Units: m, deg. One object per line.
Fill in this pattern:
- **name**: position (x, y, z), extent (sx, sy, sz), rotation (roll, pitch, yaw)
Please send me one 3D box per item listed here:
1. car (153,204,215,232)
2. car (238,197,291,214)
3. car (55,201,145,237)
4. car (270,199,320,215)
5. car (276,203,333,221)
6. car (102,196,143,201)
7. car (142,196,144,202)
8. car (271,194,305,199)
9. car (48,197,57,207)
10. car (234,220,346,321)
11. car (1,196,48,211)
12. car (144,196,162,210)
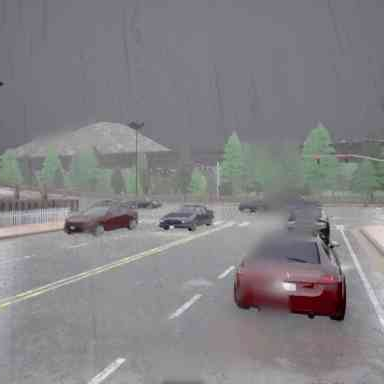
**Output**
- **car**: position (-0.139, 1.548, 20.805), extent (2.033, 1.411, 5.357), rotation (0, 0, 22)
- **car**: position (7.227, 1.505, 34.027), extent (4.892, 1.490, 1.837), rotation (0, 0, 20)
- **car**: position (-4.868, 1.477, 18.461), extent (1.882, 1.535, 5.008), rotation (0, 0, 22)
- **car**: position (9.400, 1.564, 29.528), extent (4.181, 1.385, 1.994), rotation (0, 0, 20)
- **car**: position (5.537, 1.491, 15.787), extent (2.128, 1.511, 4.902), rotation (0, 0, 22)
- **car**: position (-8.175, 1.491, 35.548), extent (4.902, 1.511, 2.128), rotation (0, 0, 23)
- **car**: position (-8.686, 1.490, 39.748), extent (4.902, 1.511, 2.128), rotation (0, 0, 20)
- **car**: position (11.163, 1.221, 36.331), extent (5.566, 2.045, 2.150), rotation (0, 0, 20)
- **car**: position (-21.127, 1.410, 47.947), extent (4.674, 1.442, 1.812), rotation (2, 1, 20)
- **car**: position (2.288, 1.564, 7.492), extent (1.994, 1.385, 4.181), rotation (0, 0, 21)
- **car**: position (-20.217, 1.492, 40.179), extent (4.674, 1.442, 1.812), rotation (1, 0, 20)
- **car**: position (-6.094, 1.350, 42.534), extent (4.553, 1.767, 2.097), rotation (0, 0, 20)
